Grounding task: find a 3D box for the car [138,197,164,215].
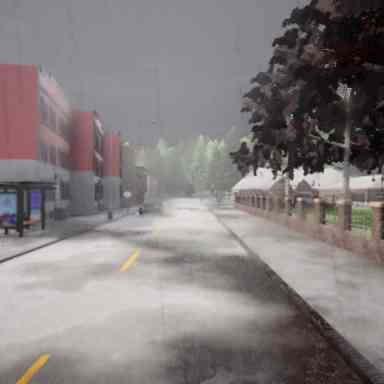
[{"bbox_3d":[-4.049,1.360,33.520,2.097,1.767,4.553,0,0,0],"label":"car"}]
